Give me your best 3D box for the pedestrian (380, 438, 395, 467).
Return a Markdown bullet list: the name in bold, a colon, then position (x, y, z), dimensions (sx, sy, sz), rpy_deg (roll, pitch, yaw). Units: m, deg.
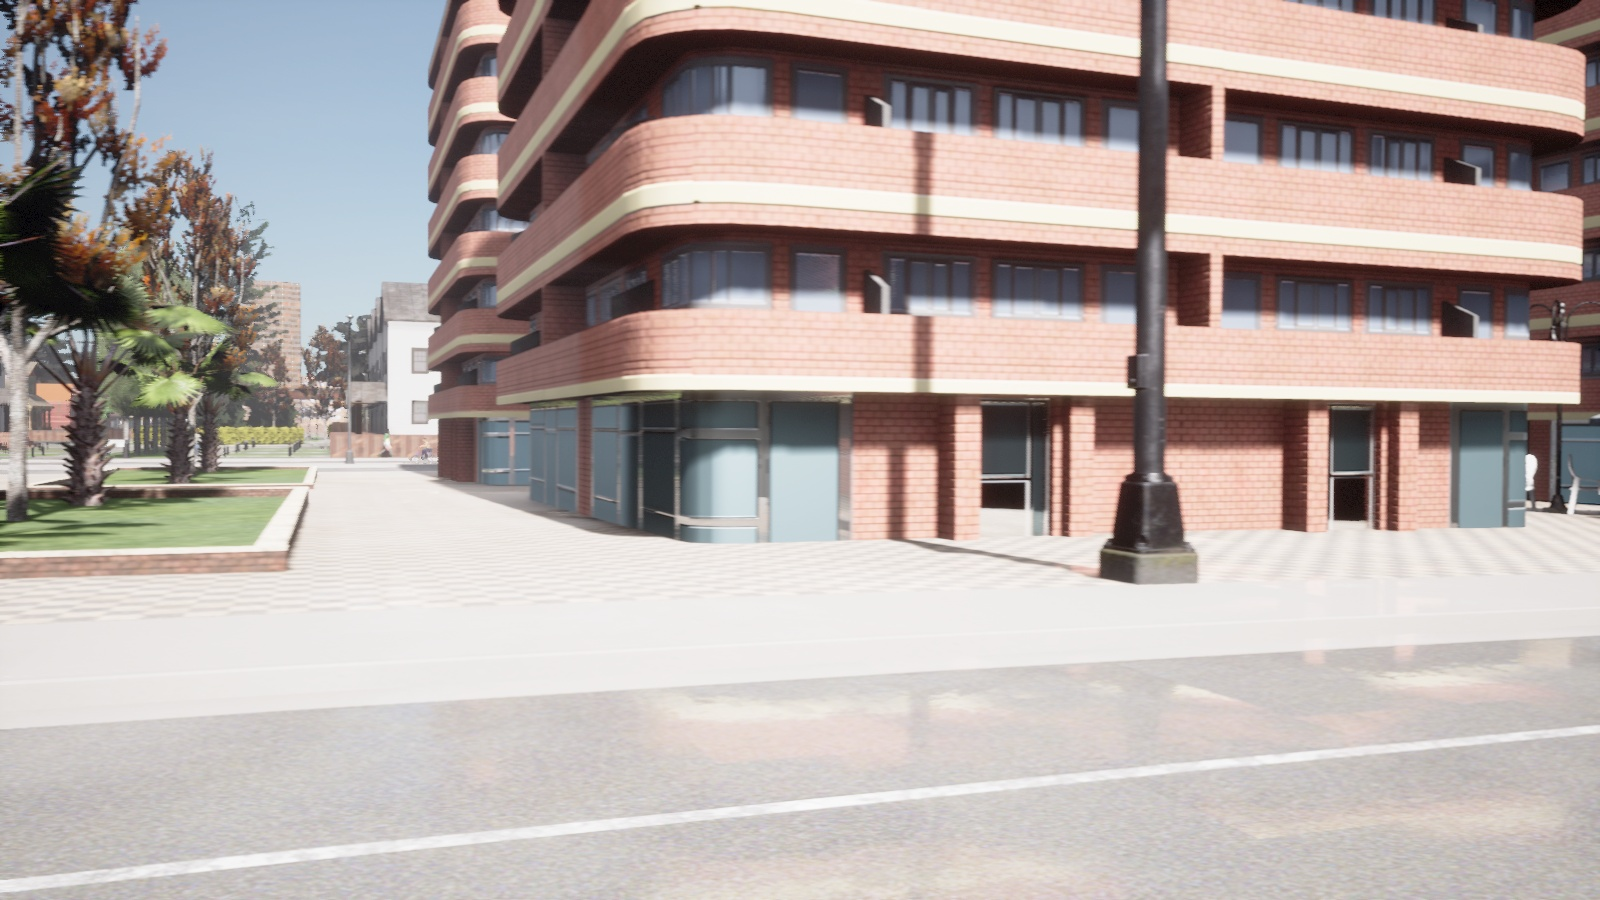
- **pedestrian**: position (-27.678, 0.177, 84.298), dimensions (0.873, 1.952, 0.659), rpy_deg (-1, 1, -21)
